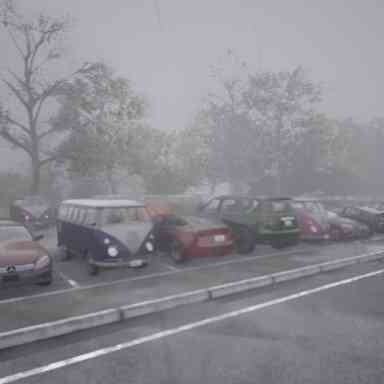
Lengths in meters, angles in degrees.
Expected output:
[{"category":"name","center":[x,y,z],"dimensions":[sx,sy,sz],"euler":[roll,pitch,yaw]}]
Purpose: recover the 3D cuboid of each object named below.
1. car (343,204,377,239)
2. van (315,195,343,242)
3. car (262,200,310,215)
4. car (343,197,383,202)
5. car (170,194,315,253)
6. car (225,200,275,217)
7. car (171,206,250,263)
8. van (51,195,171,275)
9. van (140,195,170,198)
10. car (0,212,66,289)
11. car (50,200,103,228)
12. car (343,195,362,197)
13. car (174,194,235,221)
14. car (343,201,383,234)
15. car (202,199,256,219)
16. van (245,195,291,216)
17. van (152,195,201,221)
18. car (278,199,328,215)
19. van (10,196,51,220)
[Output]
[{"category":"car","center":[6.261,1.492,16.710],"dimensions":[2.002,1.452,4.674],"euler":[1,0,-35]},{"category":"van","center":[4.072,1.204,15.002],"dimensions":[1.878,1.987,4.442],"euler":[1,0,-35]},{"category":"car","center":[9.958,1.604,35.408],"dimensions":[2.002,1.452,4.674],"euler":[1,0,-35]},{"category":"car","center":[10.803,1.371,19.906],"dimensions":[2.185,1.767,4.553],"euler":[1,0,-35]},{"category":"car","center":[1.727,1.156,13.509],"dimensions":[2.435,2.045,5.566],"euler":[1,0,-35]},{"category":"car","center":[5.552,1.560,32.261],"dimensions":[2.002,1.452,4.674],"euler":[1,0,-35]},{"category":"car","center":[-0.514,1.444,11.912],"dimensions":[2.163,1.488,4.792],"euler":[0,0,-35]},{"category":"van","center":[-2.697,1.211,10.177],"dimensions":[1.878,1.987,4.442],"euler":[-1,0,-35]},{"category":"van","center":[-3.538,1.205,25.927],"dimensions":[1.878,1.987,4.442],"euler":[1,0,-35]},{"category":"car","center":[-5.025,1.499,8.664],"dimensions":[2.002,1.452,4.674],"euler":[-1,0,-35]},{"category":"car","center":[-7.971,1.413,22.630],"dimensions":[2.097,1.535,5.008],"euler":[-1,0,-35]},{"category":"car","center":[16.847,1.380,40.281],"dimensions":[2.435,2.045,5.566],"euler":[1,0,-35]},{"category":"car","center":[0.956,1.223,28.952],"dimensions":[2.435,2.045,5.566],"euler":[1,0,-35]},{"category":"car","center":[8.527,1.474,18.315],"dimensions":[2.097,1.535,5.008],"euler":[1,0,-35]},{"category":"car","center":[3.298,1.497,30.650],"dimensions":[2.097,1.535,5.008],"euler":[1,0,-35]},{"category":"van","center":[7.638,1.315,33.894],"dimensions":[1.878,1.987,4.442],"euler":[1,0,-35]},{"category":"van","center":[-1.385,1.226,27.462],"dimensions":[1.878,1.987,4.442],"euler":[1,0,-35]},{"category":"car","center":[12.320,1.587,37.082],"dimensions":[2.097,1.535,5.008],"euler":[1,0,-35]},{"category":"van","center":[-10.157,1.209,20.922],"dimensions":[1.878,1.987,4.442],"euler":[-1,0,-35]}]
